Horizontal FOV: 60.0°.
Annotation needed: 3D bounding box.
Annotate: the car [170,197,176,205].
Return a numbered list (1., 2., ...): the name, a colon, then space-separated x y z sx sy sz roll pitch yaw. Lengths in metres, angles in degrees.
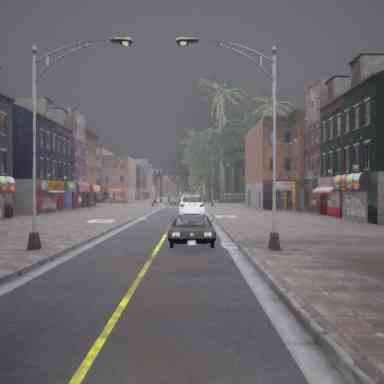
1. car: -2.750 1.596 57.651 1.837 1.490 4.892 0 0 0

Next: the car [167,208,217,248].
1. car: 0.000 1.618 14.680 1.895 1.301 4.718 0 0 0

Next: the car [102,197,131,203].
1. car: -14.440 1.599 65.117 4.829 1.417 1.752 0 0 0

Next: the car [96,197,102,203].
1. car: -20.062 1.404 65.111 5.009 1.841 2.192 0 0 0

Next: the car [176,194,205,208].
1. car: 0.000 1.266 29.680 2.150 2.045 5.566 0 0 0

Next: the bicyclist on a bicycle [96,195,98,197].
1. bicyclist on a bicycle: -20.142 1.403 70.757 0.582 1.620 1.656 0 0 0
